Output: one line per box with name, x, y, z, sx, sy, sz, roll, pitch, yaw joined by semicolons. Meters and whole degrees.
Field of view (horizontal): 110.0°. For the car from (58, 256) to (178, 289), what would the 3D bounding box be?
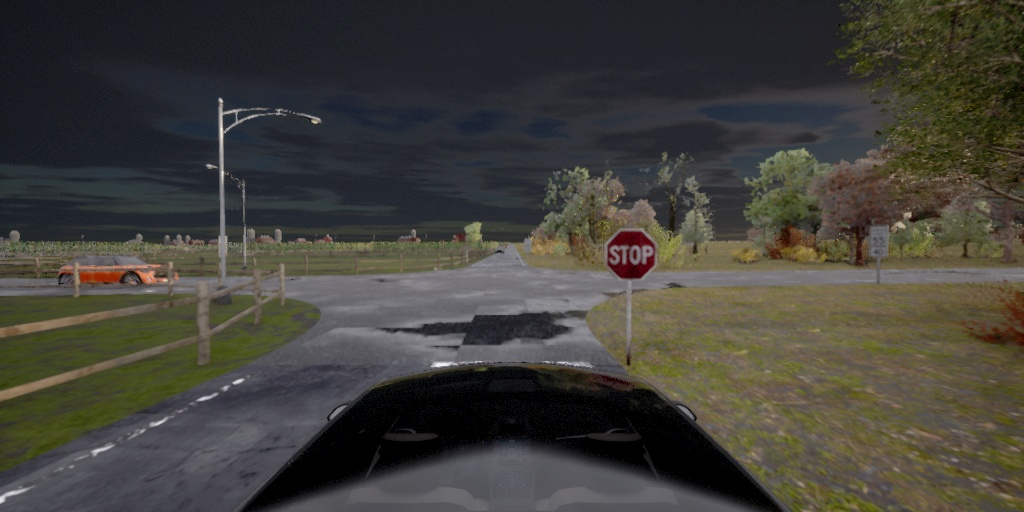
car;-20.774;0.757;19.064;4.553;1.767;2.097;0;1;-4
